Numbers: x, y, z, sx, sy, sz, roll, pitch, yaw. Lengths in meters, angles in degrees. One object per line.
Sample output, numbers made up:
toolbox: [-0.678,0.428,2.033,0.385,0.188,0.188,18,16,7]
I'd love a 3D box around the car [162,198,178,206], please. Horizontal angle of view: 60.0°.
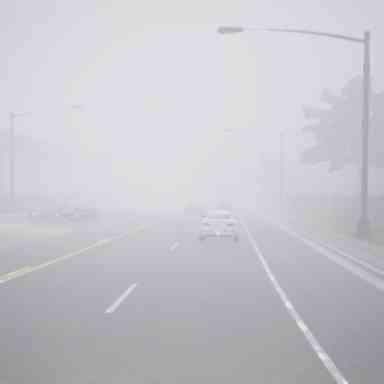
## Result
car: [-3.925,1.995,66.476,2.128,1.511,4.902,1,-1,6]

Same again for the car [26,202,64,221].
car: [-11.738,1.571,27.718,2.128,1.511,4.902,1,0,6]

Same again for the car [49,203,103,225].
car: [-8.491,1.700,25.223,1.895,1.301,4.718,1,0,6]

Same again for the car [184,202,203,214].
car: [0.255,1.862,39.113,1.994,1.385,4.181,1,-1,6]

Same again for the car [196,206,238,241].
car: [1.447,1.682,17.562,1.812,1.442,4.674,1,0,6]

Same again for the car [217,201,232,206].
car: [4.369,1.932,44.597,2.033,1.411,5.357,1,0,6]

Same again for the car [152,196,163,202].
car: [-7.109,1.532,69.518,2.097,1.767,4.553,1,0,6]
